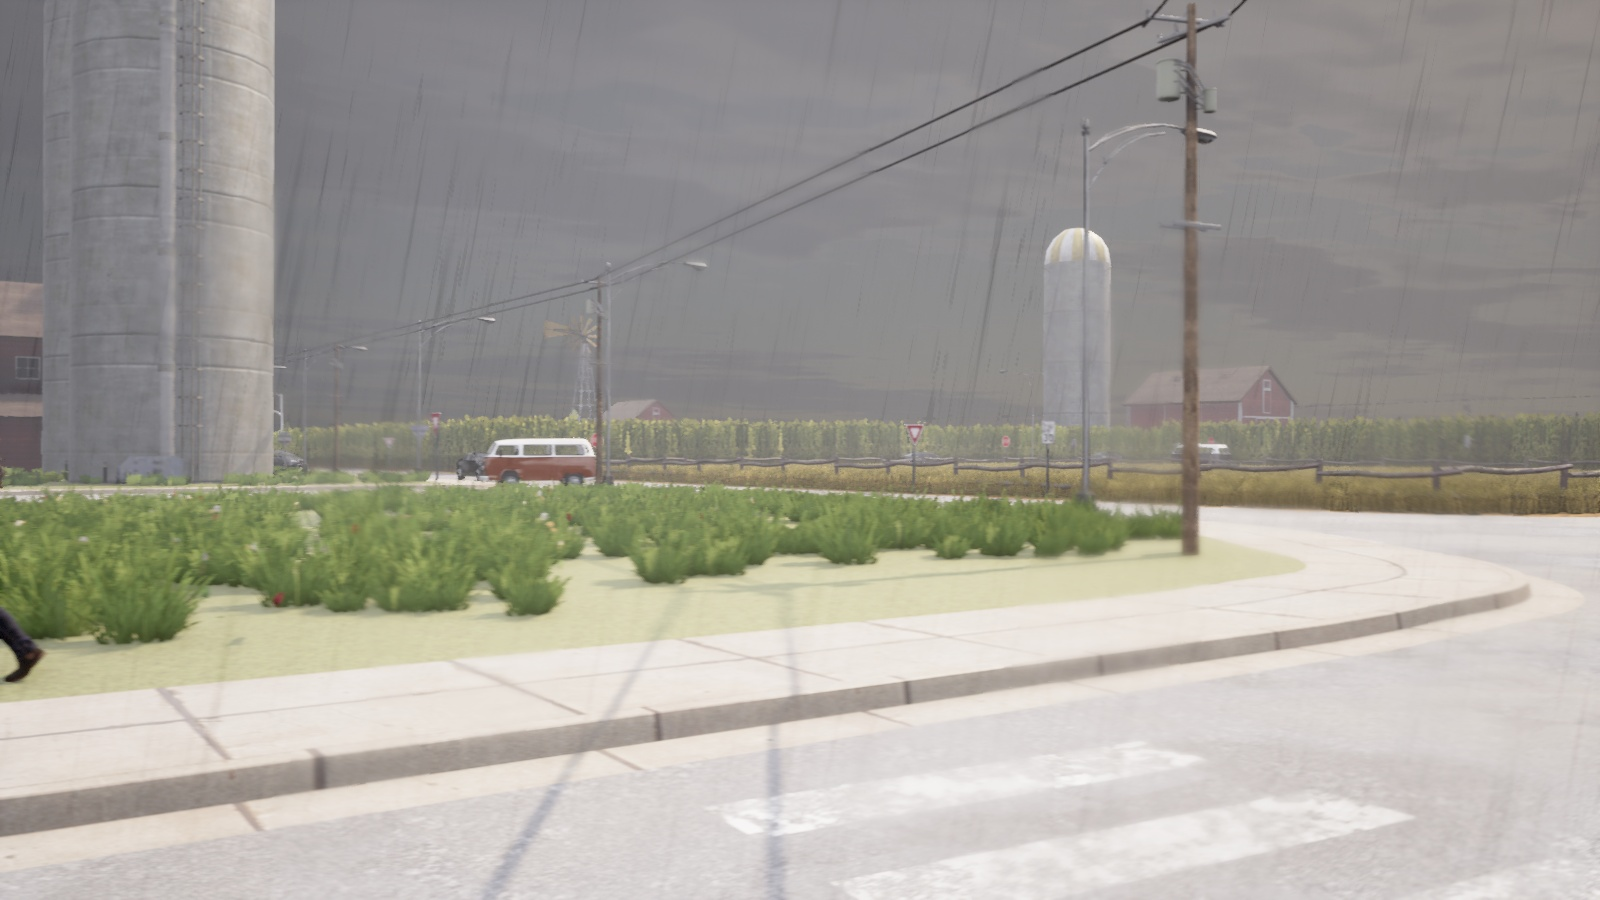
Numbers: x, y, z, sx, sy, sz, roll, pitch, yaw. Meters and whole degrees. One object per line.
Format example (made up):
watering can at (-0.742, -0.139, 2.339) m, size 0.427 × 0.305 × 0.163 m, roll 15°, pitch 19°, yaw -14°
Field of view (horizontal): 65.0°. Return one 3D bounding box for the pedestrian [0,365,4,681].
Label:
pedestrian at (-4.955, 0.426, 7.159) m, size 0.636 × 1.846 × 0.331 m, roll 0°, pitch 0°, yaw -18°

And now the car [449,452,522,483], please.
car at (-16.299, 0.880, 64.882) m, size 2.128 × 1.511 × 4.902 m, roll 0°, pitch 0°, yaw -34°

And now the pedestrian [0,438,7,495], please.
pedestrian at (-27.269, 0.550, 42.544) m, size 0.692 × 1.930 × 0.395 m, roll 0°, pitch 0°, yaw -32°

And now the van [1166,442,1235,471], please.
van at (29.209, 0.453, 91.631) m, size 2.069 × 2.038 × 4.480 m, roll 0°, pitch 0°, yaw -34°

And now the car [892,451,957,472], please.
car at (9.410, 0.871, 94.814) m, size 4.892 × 1.490 × 1.837 m, roll -1°, pitch 0°, yaw -35°

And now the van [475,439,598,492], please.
van at (-10.387, 0.600, 49.435) m, size 4.480 × 2.038 × 2.069 m, roll 0°, pitch -1°, yaw -19°
